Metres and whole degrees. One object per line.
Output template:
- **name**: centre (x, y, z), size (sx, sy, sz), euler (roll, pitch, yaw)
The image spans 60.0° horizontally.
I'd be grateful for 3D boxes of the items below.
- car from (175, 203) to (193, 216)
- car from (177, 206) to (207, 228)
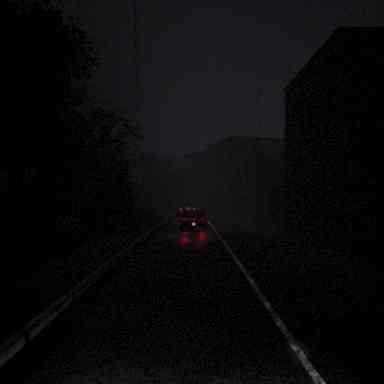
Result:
- **car**: centre (-0.834, 2.105, 41.218), size (2.097, 1.767, 4.553), euler (0, -1, -9)
- **car**: centre (0.118, 1.981, 25.123), size (1.895, 1.301, 4.718), euler (0, -2, 0)
